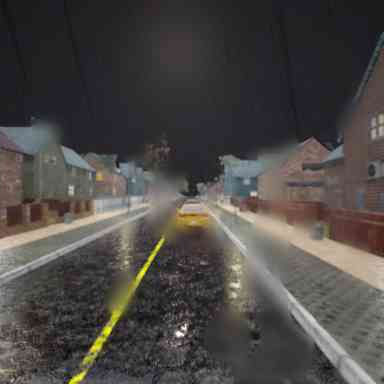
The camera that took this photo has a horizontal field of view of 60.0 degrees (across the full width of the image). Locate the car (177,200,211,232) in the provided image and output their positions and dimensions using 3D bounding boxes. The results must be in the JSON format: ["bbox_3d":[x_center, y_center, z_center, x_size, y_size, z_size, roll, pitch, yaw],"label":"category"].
[{"bbox_3d":[0.110,1.449,20.004,1.882,1.535,5.008,0,0,0],"label":"car"}]

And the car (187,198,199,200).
[{"bbox_3d":[0.118,1.461,37.107,1.837,1.490,4.892,0,0,0],"label":"car"}]
